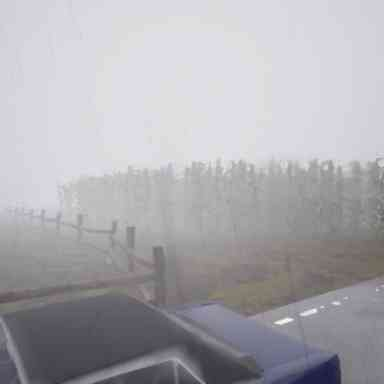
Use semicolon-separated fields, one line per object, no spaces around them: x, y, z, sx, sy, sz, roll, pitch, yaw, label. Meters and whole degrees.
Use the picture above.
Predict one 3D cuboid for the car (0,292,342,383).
-1.092;1.601;2.289;4.718;1.301;1.895;0;0;-35;car
